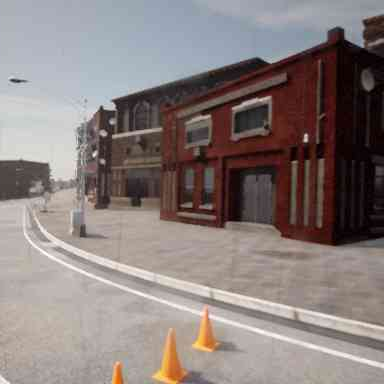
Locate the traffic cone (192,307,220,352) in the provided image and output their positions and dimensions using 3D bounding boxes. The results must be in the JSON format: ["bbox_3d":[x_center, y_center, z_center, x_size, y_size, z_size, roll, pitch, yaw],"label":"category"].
[{"bbox_3d":[0.213,2.057,5.098,0.340,0.580,0.340,0,-1,29],"label":"traffic cone"}]

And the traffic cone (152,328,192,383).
[{"bbox_3d":[-0.269,2.034,4.222,0.340,0.580,0.340,0,-1,29],"label":"traffic cone"}]

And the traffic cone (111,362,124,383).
[{"bbox_3d":[-0.752,2.012,3.346,0.340,0.580,0.340,0,-1,29],"label":"traffic cone"}]
